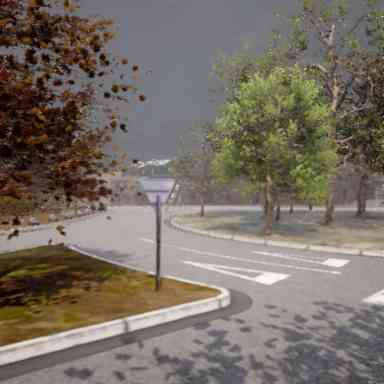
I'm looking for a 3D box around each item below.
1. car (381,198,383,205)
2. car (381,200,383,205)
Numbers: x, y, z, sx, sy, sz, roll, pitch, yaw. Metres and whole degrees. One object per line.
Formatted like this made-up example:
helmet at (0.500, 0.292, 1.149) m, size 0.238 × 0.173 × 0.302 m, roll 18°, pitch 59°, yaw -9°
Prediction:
car at (44.455, 2.053, 72.857) m, size 5.008 × 1.535 × 2.097 m, roll 0°, pitch 0°, yaw 39°
car at (42.739, 1.924, 70.692) m, size 4.553 × 1.767 × 2.185 m, roll 0°, pitch 0°, yaw 39°
